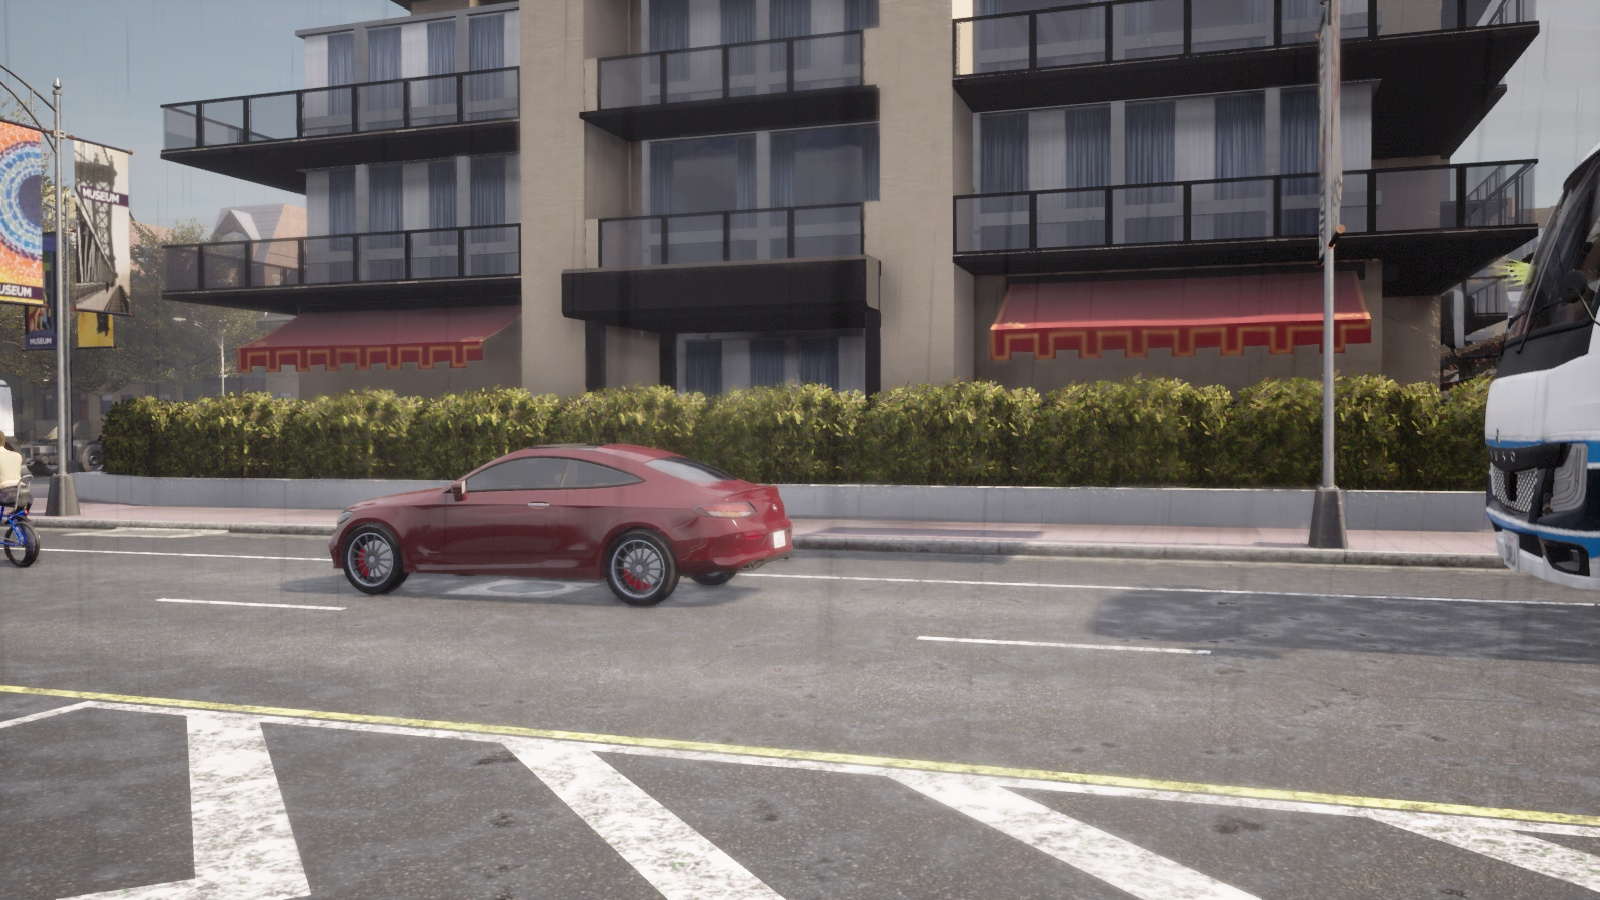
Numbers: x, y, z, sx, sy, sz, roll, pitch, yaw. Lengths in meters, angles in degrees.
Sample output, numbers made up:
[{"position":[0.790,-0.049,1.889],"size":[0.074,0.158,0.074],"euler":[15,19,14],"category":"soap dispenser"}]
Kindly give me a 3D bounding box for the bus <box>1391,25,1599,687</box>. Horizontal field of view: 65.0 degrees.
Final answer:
[{"position":[9.801,-0.648,8.418],"size":[10.273,4.253,3.944],"euler":[0,1,21],"category":"bus"}]

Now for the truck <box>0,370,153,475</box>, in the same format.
[{"position":[-26.963,-0.961,43.958],"size":[2.891,3.462,7.936],"euler":[1,1,18],"category":"truck"}]

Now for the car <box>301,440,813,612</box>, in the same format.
[{"position":[-2.382,0.645,12.406],"size":[4.674,1.442,1.812],"euler":[1,1,19],"category":"car"}]

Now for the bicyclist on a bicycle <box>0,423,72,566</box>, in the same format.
[{"position":[-9.546,0.490,14.820],"size":[1.509,1.612,0.866],"euler":[1,1,19],"category":"bicyclist on a bicycle"}]
